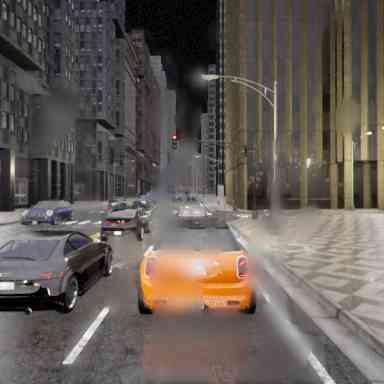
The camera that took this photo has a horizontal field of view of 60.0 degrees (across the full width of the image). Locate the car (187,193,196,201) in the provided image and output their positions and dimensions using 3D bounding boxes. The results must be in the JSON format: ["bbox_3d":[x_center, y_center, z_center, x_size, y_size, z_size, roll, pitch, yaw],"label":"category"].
[{"bbox_3d":[-0.105,1.334,74.293,1.812,1.442,4.674,0,0,0],"label":"car"}]

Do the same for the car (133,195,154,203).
[{"bbox_3d":[-6.662,1.473,44.143,2.033,1.411,5.357,0,0,0],"label":"car"}]

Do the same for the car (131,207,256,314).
[{"bbox_3d":[0.093,1.349,7.744,2.097,1.767,4.553,0,0,0],"label":"car"}]

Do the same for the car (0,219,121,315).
[{"bbox_3d":[-3.167,1.561,7.646,1.994,1.385,4.181,0,0,0],"label":"car"}]

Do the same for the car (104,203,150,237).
[{"bbox_3d":[-3.171,1.492,16.542,1.837,1.490,4.892,0,0,0],"label":"car"}]

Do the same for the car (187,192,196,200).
[{"bbox_3d":[-0.119,0.969,84.267,2.097,1.767,4.553,0,0,0],"label":"car"}]

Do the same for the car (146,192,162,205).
[{"bbox_3d":[-6.684,1.108,55.084,2.150,2.045,5.566,0,0,0],"label":"car"}]

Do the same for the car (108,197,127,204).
[{"bbox_3d":[-9.918,1.414,44.445,2.128,1.511,4.902,0,0,-1],"label":"car"}]

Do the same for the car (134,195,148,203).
[{"bbox_3d":[-9.884,1.358,64.568,1.837,1.490,4.892,0,0,0],"label":"car"}]

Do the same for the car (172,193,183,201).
[{"bbox_3d":[-3.355,1.165,74.258,2.097,1.767,4.553,0,0,0],"label":"car"}]

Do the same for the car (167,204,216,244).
[{"bbox_3d":[0.009,1.478,16.750,2.128,1.511,4.902,0,0,0],"label":"car"}]

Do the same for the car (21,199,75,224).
[{"bbox_3d":[-9.882,1.329,23.140,2.097,1.767,4.553,0,0,0],"label":"car"}]

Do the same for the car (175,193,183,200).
[{"bbox_3d":[-3.369,1.114,84.293,1.837,1.490,4.892,0,0,0],"label":"car"}]

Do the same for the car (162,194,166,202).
[{"bbox_3d":[-6.600,1.188,69.290,2.097,1.767,4.553,0,0,0],"label":"car"}]
